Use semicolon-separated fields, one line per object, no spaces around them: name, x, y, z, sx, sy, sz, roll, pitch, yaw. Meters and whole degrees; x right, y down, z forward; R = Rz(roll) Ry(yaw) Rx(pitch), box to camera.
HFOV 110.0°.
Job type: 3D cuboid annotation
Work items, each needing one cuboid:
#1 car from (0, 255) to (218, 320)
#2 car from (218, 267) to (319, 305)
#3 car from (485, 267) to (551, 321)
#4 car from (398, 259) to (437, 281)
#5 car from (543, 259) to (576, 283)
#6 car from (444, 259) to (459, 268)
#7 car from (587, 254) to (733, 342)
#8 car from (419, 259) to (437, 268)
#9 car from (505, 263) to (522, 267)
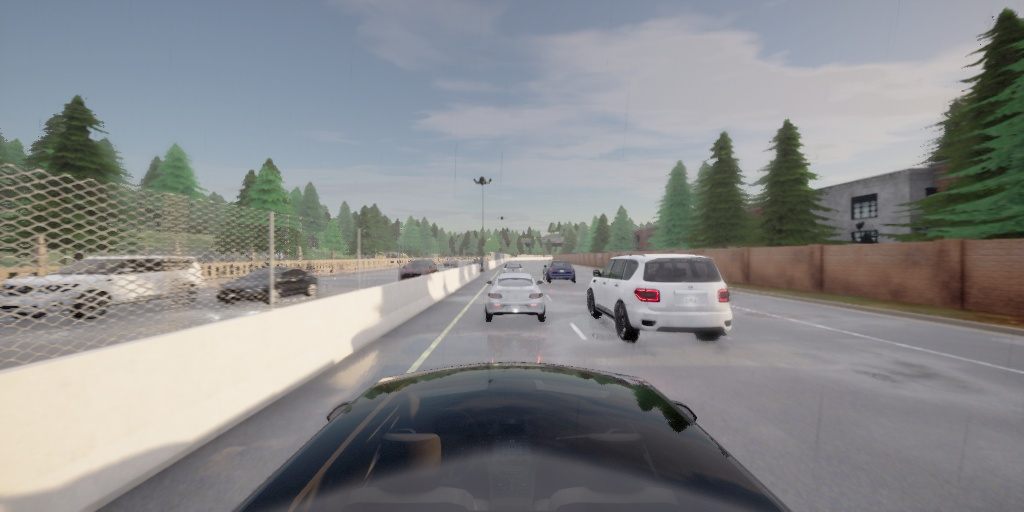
car;-14.100;0.974;12.941;2.150;2.045;5.566;0;0;0
car;-10.599;1.258;16.040;1.837;1.490;4.892;0;0;0
car;0.102;1.276;12.345;1.812;1.442;4.674;0;0;0
car;-7.096;1.102;27.328;2.097;1.767;4.553;0;0;0
car;3.605;1.103;28.056;2.097;1.767;4.553;0;0;0
car;-10.422;1.286;61.985;1.812;1.442;4.674;0;0;2
car;3.615;0.971;9.884;2.150;2.045;5.566;0;0;1
car;-13.970;1.278;60.224;1.812;1.442;4.674;0;0;2
car;0.104;1.352;33.849;1.895;1.301;4.718;0;0;0
